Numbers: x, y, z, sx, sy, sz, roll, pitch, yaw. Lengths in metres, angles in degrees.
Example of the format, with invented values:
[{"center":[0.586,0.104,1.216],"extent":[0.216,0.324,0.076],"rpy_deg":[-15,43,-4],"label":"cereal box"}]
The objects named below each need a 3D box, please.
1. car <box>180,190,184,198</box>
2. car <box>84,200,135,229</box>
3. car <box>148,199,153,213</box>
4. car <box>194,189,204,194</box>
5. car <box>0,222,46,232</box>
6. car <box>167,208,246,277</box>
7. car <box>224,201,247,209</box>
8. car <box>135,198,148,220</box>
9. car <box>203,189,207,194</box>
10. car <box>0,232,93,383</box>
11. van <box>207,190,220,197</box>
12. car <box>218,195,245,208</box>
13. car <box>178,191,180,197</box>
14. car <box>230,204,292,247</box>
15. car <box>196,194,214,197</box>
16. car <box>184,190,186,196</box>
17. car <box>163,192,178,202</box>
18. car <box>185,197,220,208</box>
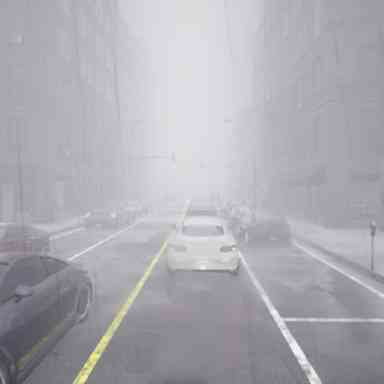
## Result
[{"center":[-3.446,0.775,80.428],"extent":[1.752,1.417,4.829],"rpy_deg":[0,1,1],"label":"car"},{"center":[-4.935,1.257,19.773],"extent":[1.967,1.590,4.097],"rpy_deg":[0,1,1],"label":"car"},{"center":[-4.665,1.266,30.807],"extent":[2.008,1.369,4.403],"rpy_deg":[0,1,1],"label":"car"},{"center":[2.125,0.526,87.842],"extent":[2.097,1.767,4.553],"rpy_deg":[0,1,1],"label":"car"},{"center":[-5.206,1.500,8.741],"extent":[1.802,1.307,4.206],"rpy_deg":[0,1,1],"label":"car"},{"center":[0.311,1.434,9.846],"extent":[1.812,1.442,4.674],"rpy_deg":[0,1,1],"label":"car"},{"center":[3.087,1.400,19.585],"extent":[1.802,1.307,4.206],"rpy_deg":[0,1,1],"label":"car"},{"center":[-4.804,1.293,25.120],"extent":[1.752,1.417,4.829],"rpy_deg":[0,1,1],"label":"car"},{"center":[4.721,0.508,86.085],"extent":[2.192,1.841,5.009],"rpy_deg":[0,1,1],"label":"car"},{"center":[-2.777,1.524,4.232],"extent":[1.994,1.385,4.181],"rpy_deg":[0,1,1],"label":"car"},{"center":[4.023,0.805,57.689],"extent":[1.690,1.788,3.998],"rpy_deg":[0,1,1],"label":"van"},{"center":[3.223,1.207,25.101],"extent":[1.967,1.590,4.097],"rpy_deg":[0,1,1],"label":"car"},{"center":[-3.860,0.955,63.558],"extent":[1.887,1.381,4.507],"rpy_deg":[0,1,1],"label":"car"},{"center":[2.952,1.419,14.067],"extent":[2.008,1.369,4.403],"rpy_deg":[0,1,1],"label":"car"},{"center":[0.710,1.198,30.179],"extent":[1.882,1.535,5.008],"rpy_deg":[0,1,1],"label":"car"},{"center":[-3.302,0.757,86.279],"extent":[1.947,1.339,4.313],"rpy_deg":[0,1,1],"label":"car"},{"center":[-4.000,1.014,57.879],"extent":[2.008,1.369,4.403],"rpy_deg":[0,1,1],"label":"car"},{"center":[0.574,1.288,20.429],"extent":[1.882,1.535,5.008],"rpy_deg":[0,1,1],"label":"car"}]
